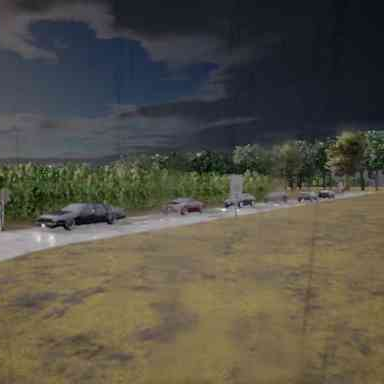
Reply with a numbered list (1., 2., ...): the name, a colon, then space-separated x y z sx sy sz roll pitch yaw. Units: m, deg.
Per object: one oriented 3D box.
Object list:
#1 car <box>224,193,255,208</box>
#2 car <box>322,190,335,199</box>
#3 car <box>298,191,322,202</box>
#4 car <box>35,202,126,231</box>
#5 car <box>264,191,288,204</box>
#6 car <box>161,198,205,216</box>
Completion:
1. car: 5.216 0.911 35.970 1.837 1.490 4.892 0 1 36
2. car: 22.296 0.403 55.044 1.882 1.535 5.008 0 1 35
3. car: 16.298 0.625 46.555 1.837 1.490 4.892 0 1 35
4. car: -6.313 1.327 19.603 2.033 1.411 5.357 0 1 34
5. car: 11.300 0.690 44.516 1.882 1.535 5.008 0 1 36
6. car: -0.669 1.159 27.673 1.994 1.385 4.181 0 1 34
